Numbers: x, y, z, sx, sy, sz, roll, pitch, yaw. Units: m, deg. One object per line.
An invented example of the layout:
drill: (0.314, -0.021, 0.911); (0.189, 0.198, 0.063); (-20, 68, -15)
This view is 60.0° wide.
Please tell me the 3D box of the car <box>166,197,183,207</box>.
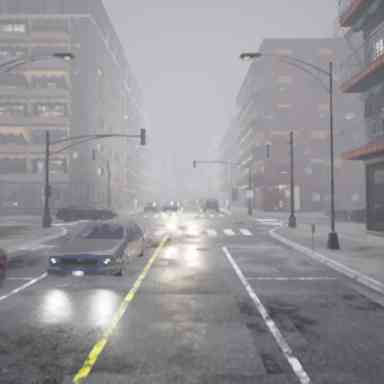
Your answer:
car: (-2.876, 2.038, 54.786); (1.812, 1.442, 4.674); (0, -1, 0)

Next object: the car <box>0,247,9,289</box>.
car: (-5.305, 1.644, 6.583); (1.802, 1.307, 4.206); (1, -1, 0)

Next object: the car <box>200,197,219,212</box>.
car: (2.545, 1.729, 44.717); (2.192, 1.841, 5.009); (1, -1, 0)

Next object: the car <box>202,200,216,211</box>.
car: (2.536, 1.994, 50.444); (1.752, 1.417, 4.829); (1, -1, 0)

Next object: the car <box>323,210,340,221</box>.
car: (14.329, 1.867, 29.857); (4.718, 1.301, 1.895); (0, -2, -2)

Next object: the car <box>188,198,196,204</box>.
car: (-0.075, 2.251, 84.721); (2.033, 1.411, 5.357); (0, -1, 0)

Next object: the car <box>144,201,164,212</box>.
car: (-5.339, 1.980, 44.662); (1.947, 1.339, 4.313); (1, -1, 0)

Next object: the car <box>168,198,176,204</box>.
car: (-5.382, 2.468, 88.984); (1.752, 1.417, 4.829); (1, -1, 0)

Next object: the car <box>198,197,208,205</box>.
car: (2.511, 2.101, 78.074); (2.192, 1.841, 5.009); (1, -1, 0)

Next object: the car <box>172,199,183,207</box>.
car: (-2.816, 2.149, 64.987); (1.812, 1.442, 4.674); (0, -1, 0)

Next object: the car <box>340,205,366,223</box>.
car: (13.723, 1.657, 24.446); (4.403, 1.369, 2.008); (0, -2, 0)

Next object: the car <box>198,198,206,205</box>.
car: (2.503, 2.305, 83.636); (1.967, 1.590, 4.097); (1, -1, 0)

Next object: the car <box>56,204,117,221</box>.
car: (-8.665, 1.759, 27.674); (4.902, 1.511, 2.128); (0, -2, -11)

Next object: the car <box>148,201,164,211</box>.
car: (-5.344, 2.033, 50.223); (1.947, 1.339, 4.313); (1, -1, 0)

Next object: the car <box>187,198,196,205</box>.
car: (-0.066, 2.287, 74.711); (1.994, 1.385, 4.181); (0, -1, 0)

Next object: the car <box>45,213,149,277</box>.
car: (-2.682, 1.648, 10.867); (2.033, 1.411, 5.357); (0, -1, 3)

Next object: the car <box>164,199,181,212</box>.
car: (-2.883, 1.980, 44.897); (1.994, 1.385, 4.181); (0, -1, 0)

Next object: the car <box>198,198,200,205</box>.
car: (2.534, 1.837, 55.841); (2.192, 1.841, 5.009); (1, -1, 0)
